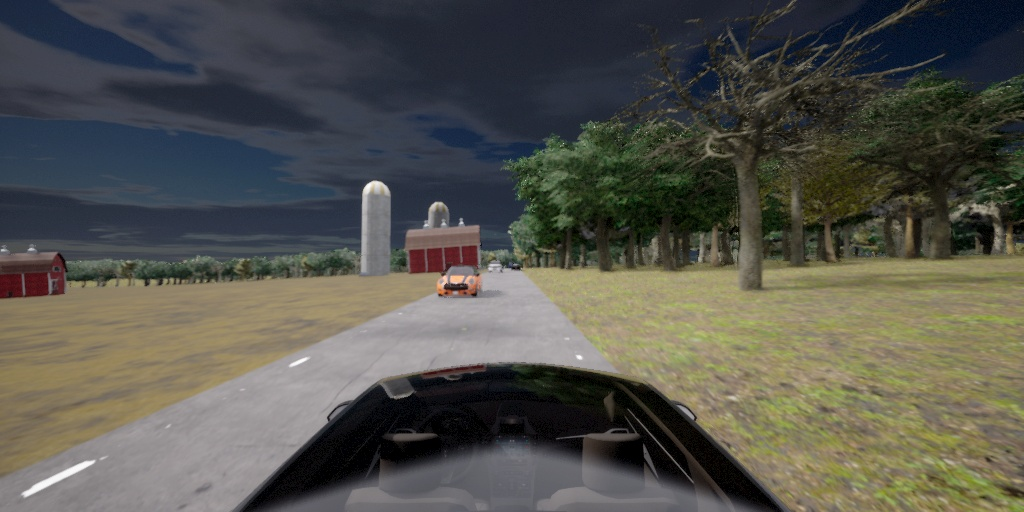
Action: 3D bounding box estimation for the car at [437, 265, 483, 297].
[{"bbox_3d":[-2.850,1.318,20.362,2.097,1.767,4.553,0,-1,0],"label":"car"}]

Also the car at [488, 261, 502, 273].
[{"bbox_3d":[-2.793,1.796,60.536,2.150,2.045,5.566,0,-1,1],"label":"car"}]
